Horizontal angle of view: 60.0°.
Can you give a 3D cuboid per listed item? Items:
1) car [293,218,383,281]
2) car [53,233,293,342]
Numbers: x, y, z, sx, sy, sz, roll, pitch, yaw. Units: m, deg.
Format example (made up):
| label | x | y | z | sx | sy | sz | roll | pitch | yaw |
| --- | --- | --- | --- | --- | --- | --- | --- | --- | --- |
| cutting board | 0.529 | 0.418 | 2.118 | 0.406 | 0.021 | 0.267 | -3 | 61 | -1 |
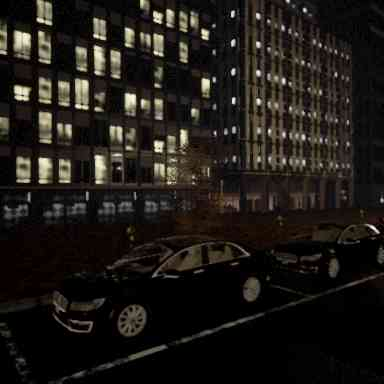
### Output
| label | x | y | z | sx | sy | sz | roll | pitch | yaw |
| --- | --- | --- | --- | --- | --- | --- | --- | --- | --- |
| car | 4.102 | 1.534 | 9.726 | 4.403 | 1.369 | 2.008 | 0 | 0 | -37 |
| car | -0.313 | 1.558 | 6.407 | 4.403 | 1.369 | 2.008 | 0 | 0 | -37 |
